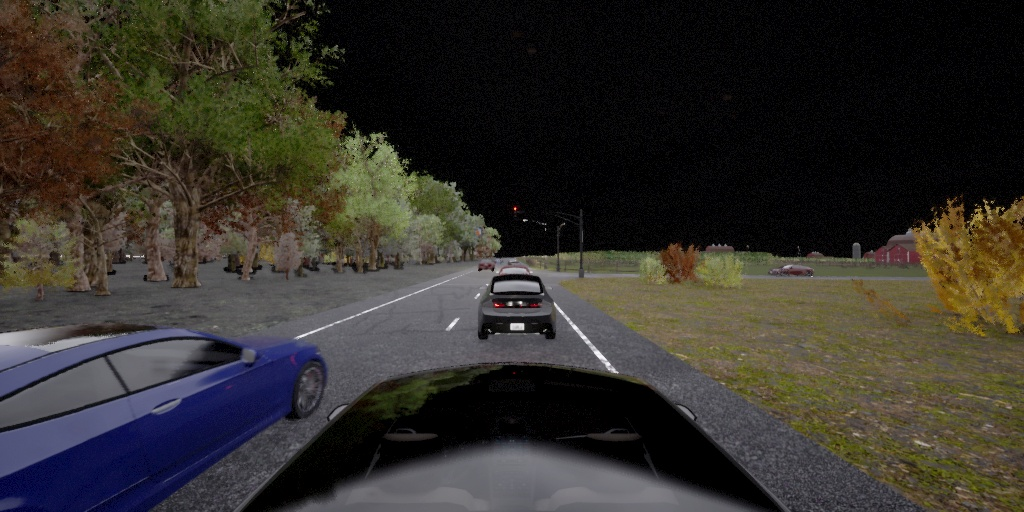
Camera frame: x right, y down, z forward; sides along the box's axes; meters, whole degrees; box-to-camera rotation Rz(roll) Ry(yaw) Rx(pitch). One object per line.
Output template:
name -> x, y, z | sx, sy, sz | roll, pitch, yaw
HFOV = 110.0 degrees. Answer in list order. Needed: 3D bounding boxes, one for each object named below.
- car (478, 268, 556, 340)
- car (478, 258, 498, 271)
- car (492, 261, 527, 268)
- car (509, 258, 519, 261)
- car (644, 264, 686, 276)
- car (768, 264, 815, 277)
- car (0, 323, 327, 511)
car -> 0.112, 1.257, 10.049 | 1.837, 1.490, 4.892 | 0, 0, 0
car -> -3.336, 1.108, 48.563 | 2.097, 1.767, 4.553 | 0, 0, 0
car -> 0.128, 1.232, 19.413 | 1.882, 1.535, 5.008 | 0, 0, 0
car -> 0.272, 1.247, 55.848 | 2.128, 1.511, 4.902 | 0, 0, -3
car -> 18.057, 1.496, 42.140 | 4.902, 1.511, 2.128 | 1, -1, 1
car -> 32.717, 1.690, 42.030 | 4.674, 1.442, 1.812 | 1, -1, 0
car -> -3.399, 1.276, 2.899 | 1.812, 1.442, 4.674 | 0, 0, 0
